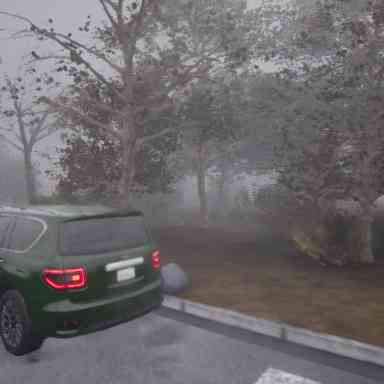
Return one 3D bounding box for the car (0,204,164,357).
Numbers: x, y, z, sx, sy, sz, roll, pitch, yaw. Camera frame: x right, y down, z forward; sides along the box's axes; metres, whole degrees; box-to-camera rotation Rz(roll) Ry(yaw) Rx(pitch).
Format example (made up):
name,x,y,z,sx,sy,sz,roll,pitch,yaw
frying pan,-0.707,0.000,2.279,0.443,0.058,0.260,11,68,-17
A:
name,x,y,z,sx,sy,sz,roll,pitch,yaw
car,-3.007,1.250,6.364,5.566,2.045,2.150,0,0,39
